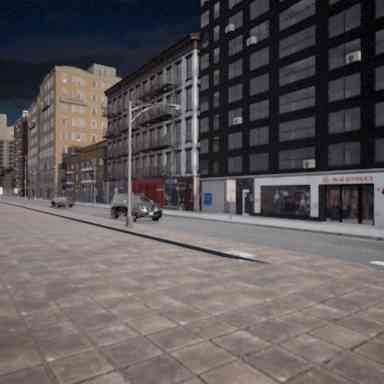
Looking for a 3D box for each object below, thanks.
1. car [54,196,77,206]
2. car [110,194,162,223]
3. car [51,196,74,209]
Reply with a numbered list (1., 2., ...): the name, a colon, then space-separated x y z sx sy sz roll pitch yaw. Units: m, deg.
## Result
1. car: -20.243 1.395 53.097 2.128 1.511 4.902 0 0 -35
2. car: -4.477 1.179 25.791 2.150 2.045 5.566 0 0 -35
3. car: -17.276 1.391 43.985 1.882 1.535 5.008 0 0 -35
